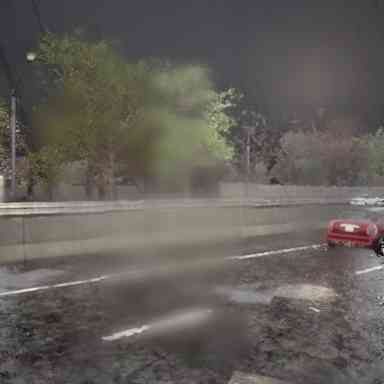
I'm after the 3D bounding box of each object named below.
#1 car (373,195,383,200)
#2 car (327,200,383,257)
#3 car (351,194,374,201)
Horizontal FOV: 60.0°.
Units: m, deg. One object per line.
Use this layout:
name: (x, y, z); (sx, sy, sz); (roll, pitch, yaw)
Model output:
car: (31.121, 1.411, 51.858); (5.566, 2.045, 2.150); (0, 0, -35)
car: (7.518, 1.391, 13.435); (4.553, 1.767, 2.097); (0, 0, -35)
car: (28.038, 1.406, 53.961); (5.566, 2.045, 2.150); (0, 0, -35)
